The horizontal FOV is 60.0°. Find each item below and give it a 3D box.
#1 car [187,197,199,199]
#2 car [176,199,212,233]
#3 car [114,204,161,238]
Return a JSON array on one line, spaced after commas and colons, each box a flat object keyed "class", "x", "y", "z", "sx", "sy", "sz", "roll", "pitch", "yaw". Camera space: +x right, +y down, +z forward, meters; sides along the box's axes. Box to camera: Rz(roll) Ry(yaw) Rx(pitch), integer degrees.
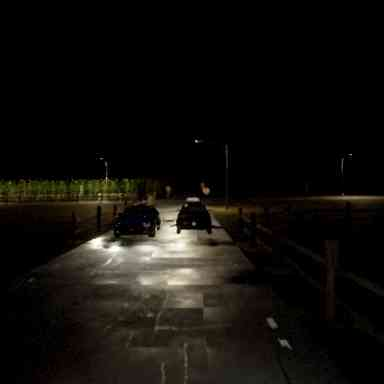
[{"class": "car", "x": 0.102, "y": 1.273, "z": 37.118, "sx": 2.033, "sy": 1.411, "sz": 5.357, "roll": 0, "pitch": 1, "yaw": 0}, {"class": "car", "x": 0.106, "y": 1.438, "z": 19.507, "sx": 1.882, "sy": 1.535, "sz": 5.008, "roll": 0, "pitch": 1, "yaw": 0}, {"class": "car", "x": -2.759, "y": 1.452, "z": 17.643, "sx": 1.882, "sy": 1.535, "sz": 5.008, "roll": 0, "pitch": 0, "yaw": 0}]
